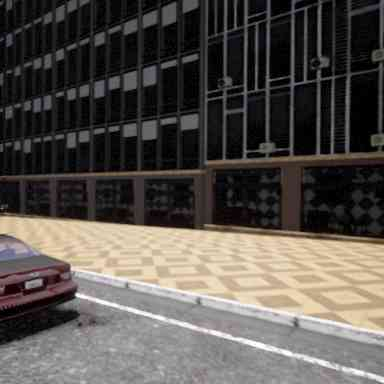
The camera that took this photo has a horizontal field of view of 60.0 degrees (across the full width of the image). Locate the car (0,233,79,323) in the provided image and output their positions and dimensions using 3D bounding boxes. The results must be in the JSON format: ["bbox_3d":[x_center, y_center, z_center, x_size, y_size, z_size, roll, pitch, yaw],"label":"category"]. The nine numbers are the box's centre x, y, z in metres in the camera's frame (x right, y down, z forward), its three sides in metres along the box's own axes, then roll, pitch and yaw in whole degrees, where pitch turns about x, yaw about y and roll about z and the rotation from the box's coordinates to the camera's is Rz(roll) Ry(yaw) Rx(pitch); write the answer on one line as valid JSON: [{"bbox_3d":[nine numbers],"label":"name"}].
[{"bbox_3d":[-4.657,1.569,6.900,5.357,1.411,2.033,0,0,35],"label":"car"}]
